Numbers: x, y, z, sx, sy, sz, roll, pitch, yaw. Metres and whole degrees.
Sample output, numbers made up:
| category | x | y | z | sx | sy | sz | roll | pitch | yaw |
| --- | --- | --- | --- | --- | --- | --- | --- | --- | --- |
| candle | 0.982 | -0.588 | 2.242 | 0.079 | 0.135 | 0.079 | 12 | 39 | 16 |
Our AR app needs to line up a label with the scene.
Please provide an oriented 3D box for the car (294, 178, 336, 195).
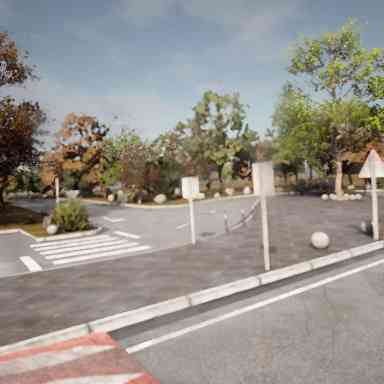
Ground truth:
| category | x | y | z | sx | sy | sz | roll | pitch | yaw |
| --- | --- | --- | --- | --- | --- | --- | --- | --- | --- |
| car | 16.301 | -0.771 | 43.548 | 5.566 | 2.045 | 2.150 | -2 | 3 | 13 |
